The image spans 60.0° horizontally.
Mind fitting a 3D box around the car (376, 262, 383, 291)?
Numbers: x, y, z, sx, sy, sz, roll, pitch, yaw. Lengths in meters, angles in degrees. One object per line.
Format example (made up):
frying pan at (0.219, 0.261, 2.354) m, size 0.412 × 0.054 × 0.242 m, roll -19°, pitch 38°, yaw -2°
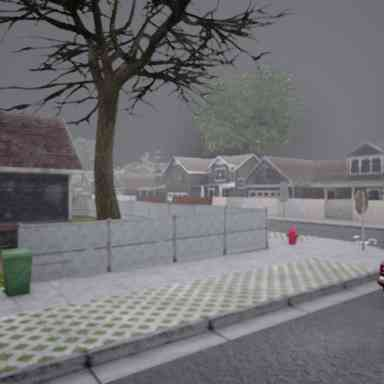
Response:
car at (6.012, 1.622, 7.230) m, size 4.718 × 1.301 × 1.895 m, roll 0°, pitch 0°, yaw -35°
